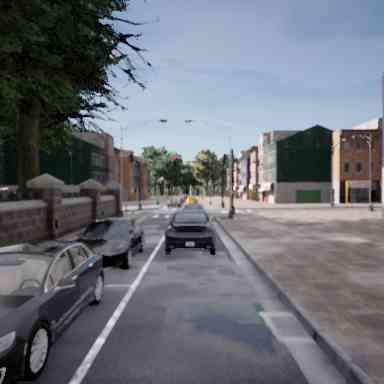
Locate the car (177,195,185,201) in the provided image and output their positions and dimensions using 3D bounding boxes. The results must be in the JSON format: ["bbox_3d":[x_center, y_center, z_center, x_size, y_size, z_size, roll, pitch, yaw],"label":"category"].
[{"bbox_3d":[-2.632,1.541,81.939,1.887,1.381,4.507,-1,0,0],"label":"car"}]

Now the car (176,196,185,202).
[{"bbox_3d":[-2.633,1.541,76.504,2.008,1.369,4.403,-1,0,0],"label":"car"}]

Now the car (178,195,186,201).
[{"bbox_3d":[-2.631,1.569,87.374,1.947,1.339,4.313,-1,0,0],"label":"car"}]

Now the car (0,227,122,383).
[{"bbox_3d":[-2.643,1.540,5.322,2.008,1.369,4.403,-1,0,0],"label":"car"}]

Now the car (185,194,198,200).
[{"bbox_3d":[0.111,1.450,58.533,1.882,1.535,5.008,0,0,0],"label":"car"}]

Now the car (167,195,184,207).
[{"bbox_3d":[-2.638,1.408,49.331,1.967,1.590,4.097,-1,0,0],"label":"car"}]

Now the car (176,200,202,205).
[{"bbox_3d":[0.104,1.516,23.748,2.033,1.411,5.357,0,0,0],"label":"car"}]

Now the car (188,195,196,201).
[{"bbox_3d":[0.015,1.545,89.083,2.033,1.411,5.357,0,0,0],"label":"car"}]

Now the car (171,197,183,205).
[{"bbox_3d":[-2.635,1.540,60.200,1.947,1.339,4.313,-1,0,0],"label":"car"}]

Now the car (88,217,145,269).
[{"bbox_3d":[-2.642,1.547,11.011,1.947,1.339,4.313,-1,0,0],"label":"car"}]

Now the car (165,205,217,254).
[{"bbox_3d":[-0.038,1.482,13.430,1.837,1.490,4.892,0,0,1],"label":"car"}]

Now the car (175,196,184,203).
[{"bbox_3d":[-2.634,1.529,71.070,1.887,1.381,4.507,-1,0,0],"label":"car"}]
